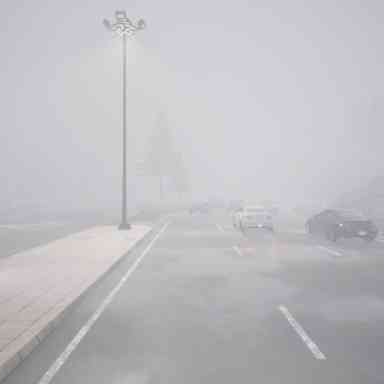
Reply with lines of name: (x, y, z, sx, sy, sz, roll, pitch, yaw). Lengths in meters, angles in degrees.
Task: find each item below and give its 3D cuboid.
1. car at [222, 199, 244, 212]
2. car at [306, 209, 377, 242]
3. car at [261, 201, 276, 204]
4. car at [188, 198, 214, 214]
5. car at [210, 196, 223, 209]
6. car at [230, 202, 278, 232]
car: (5.212, 1.547, 38.447, 2.033, 1.411, 5.357, 0, 0, 14)
car: (7.099, 1.526, 16.159, 1.812, 1.442, 4.674, 0, 0, 0)
car: (8.044, 1.601, 35.337, 1.895, 1.301, 4.718, 0, 0, 12)
car: (0.888, 1.601, 34.455, 1.895, 1.301, 4.718, 0, 0, 9)
car: (3.318, 1.352, 44.462, 2.097, 1.767, 4.553, 0, 0, 16)
car: (3.605, 1.526, 19.927, 1.812, 1.442, 4.674, 0, 0, 0)
